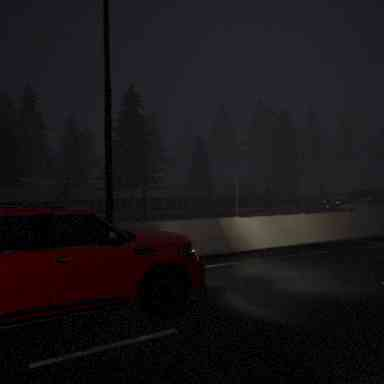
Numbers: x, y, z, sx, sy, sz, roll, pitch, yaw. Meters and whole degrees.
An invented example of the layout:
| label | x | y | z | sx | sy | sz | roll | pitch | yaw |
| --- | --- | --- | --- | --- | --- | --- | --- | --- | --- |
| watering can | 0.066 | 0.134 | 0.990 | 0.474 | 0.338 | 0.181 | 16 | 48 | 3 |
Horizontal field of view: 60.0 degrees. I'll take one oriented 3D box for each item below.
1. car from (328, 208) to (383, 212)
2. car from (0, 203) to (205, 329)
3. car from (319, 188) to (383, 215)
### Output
| label | x | y | z | sx | sy | sz | roll | pitch | yaw |
| --- | --- | --- | --- | --- | --- | --- | --- | --- | --- |
| car | 12.473 | 1.115 | 23.820 | 4.674 | 1.442 | 1.812 | -1 | 0 | -17 |
| car | -2.496 | 1.213 | 5.807 | 5.566 | 2.045 | 2.150 | -2 | 1 | -29 |
| car | 13.700 | 0.755 | 27.877 | 5.566 | 2.045 | 2.150 | -1 | 0 | -16 |
